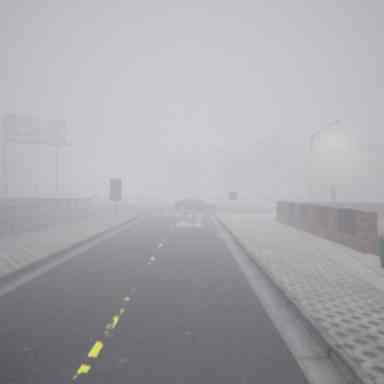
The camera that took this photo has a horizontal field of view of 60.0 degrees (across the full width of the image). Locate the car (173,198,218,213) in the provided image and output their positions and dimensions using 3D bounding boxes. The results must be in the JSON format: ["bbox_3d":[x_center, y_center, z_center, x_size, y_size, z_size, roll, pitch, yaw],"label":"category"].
[{"bbox_3d":[0.358,1.455,36.438,4.892,1.490,1.837,1,1,-2],"label":"car"}]
